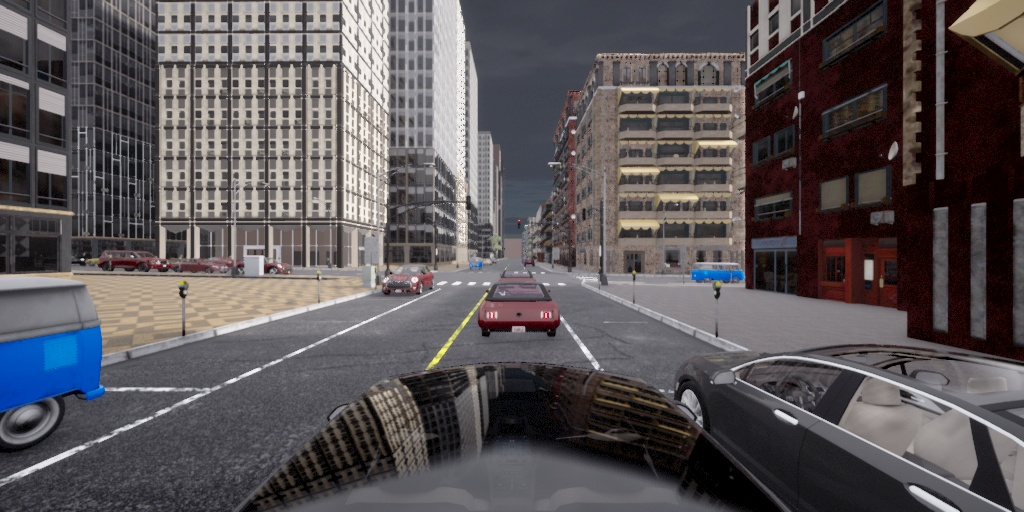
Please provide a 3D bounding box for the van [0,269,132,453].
[{"bbox_3d":[-5.685,1.091,2.533,1.690,1.789,3.998,0,0,1],"label":"van"}]

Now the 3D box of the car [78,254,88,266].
[{"bbox_3d":[-43.364,0.458,38.922,4.829,1.417,1.751,0,0,0],"label":"car"}]

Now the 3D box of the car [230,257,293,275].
[{"bbox_3d":[-20.888,0.816,30.386,4.097,1.591,1.967,0,0,0],"label":"car"}]

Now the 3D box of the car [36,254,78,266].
[{"bbox_3d":[-48.770,0.392,38.959,4.313,1.339,1.948,0,0,0],"label":"car"}]

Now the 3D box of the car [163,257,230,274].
[{"bbox_3d":[-26.462,0.851,30.424,4.207,1.307,1.802,0,0,0],"label":"car"}]

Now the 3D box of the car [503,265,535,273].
[{"bbox_3d":[0.247,1.349,19.395,1.895,1.301,4.718,0,0,0],"label":"car"}]

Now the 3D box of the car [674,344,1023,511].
[{"bbox_3d":[2.695,1.300,2.455,2.007,1.370,4.403,0,0,1],"label":"car"}]

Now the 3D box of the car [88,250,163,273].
[{"bbox_3d":[-32.036,0.477,30.463,5.009,1.841,2.192,0,0,0],"label":"car"}]

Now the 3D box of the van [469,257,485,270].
[{"bbox_3d":[-5.233,1.094,51.950,1.690,1.789,3.998,0,0,1],"label":"van"}]

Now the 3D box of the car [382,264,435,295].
[{"bbox_3d":[-5.531,1.188,19.478,1.967,1.591,4.097,0,0,1],"label":"car"}]

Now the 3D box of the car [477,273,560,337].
[{"bbox_3d":[0.176,1.350,10.226,1.895,1.301,4.718,0,0,1],"label":"car"}]

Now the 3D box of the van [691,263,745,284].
[{"bbox_3d":[17.169,1.451,29.987,3.998,1.789,1.690,0,0,0],"label":"van"}]
